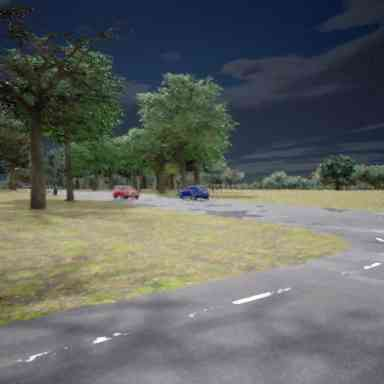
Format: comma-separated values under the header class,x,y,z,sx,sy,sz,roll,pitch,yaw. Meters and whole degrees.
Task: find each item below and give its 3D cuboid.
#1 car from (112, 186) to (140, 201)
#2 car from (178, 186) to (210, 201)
class,x,y,z,sx,sy,sz,roll,pitch,yaw
car,-9.576,0.115,47.898,2.150,2.045,5.566,-2,2,-35
car,0.222,0.142,46.164,2.150,2.045,5.566,-2,2,-35
